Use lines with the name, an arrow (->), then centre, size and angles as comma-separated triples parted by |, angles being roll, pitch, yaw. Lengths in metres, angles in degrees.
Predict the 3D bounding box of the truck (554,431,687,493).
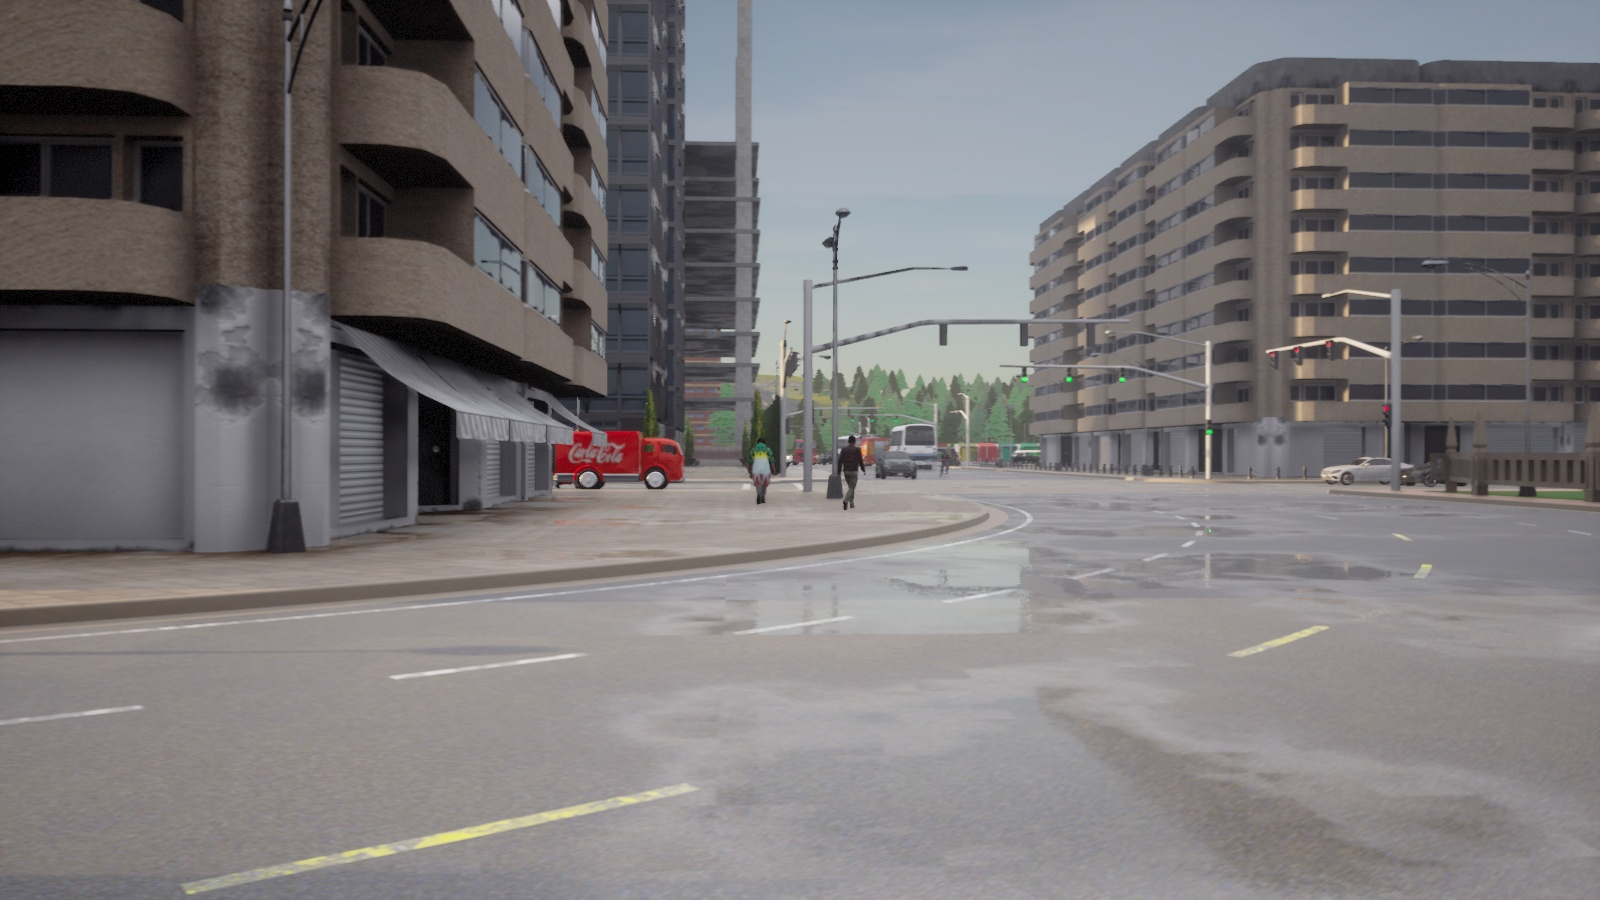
truck -> -7.327, 0.493, 51.680 | 5.204, 2.467, 2.627 | 0, 0, -3

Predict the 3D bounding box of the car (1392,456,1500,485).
car -> 31.186, 0.972, 60.687 | 4.181, 1.385, 1.994 | 0, 0, -4

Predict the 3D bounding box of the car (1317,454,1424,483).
car -> 29.060, 0.950, 64.075 | 4.674, 1.442, 1.812 | 0, 0, -3

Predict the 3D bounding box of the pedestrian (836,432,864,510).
pedestrian -> 1.192, 0.487, 29.936 | 0.431, 1.840, 0.703 | 0, 0, 23

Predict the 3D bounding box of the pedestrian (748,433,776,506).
pedestrian -> -1.033, 0.519, 34.018 | 0.659, 1.952, 0.873 | 0, 0, 5

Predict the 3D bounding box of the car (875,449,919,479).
car -> 5.790, 0.822, 75.386 | 2.097, 1.767, 4.553 | 0, 0, -3
